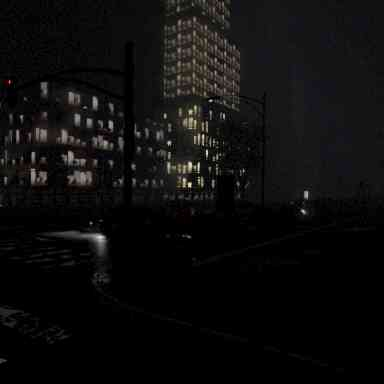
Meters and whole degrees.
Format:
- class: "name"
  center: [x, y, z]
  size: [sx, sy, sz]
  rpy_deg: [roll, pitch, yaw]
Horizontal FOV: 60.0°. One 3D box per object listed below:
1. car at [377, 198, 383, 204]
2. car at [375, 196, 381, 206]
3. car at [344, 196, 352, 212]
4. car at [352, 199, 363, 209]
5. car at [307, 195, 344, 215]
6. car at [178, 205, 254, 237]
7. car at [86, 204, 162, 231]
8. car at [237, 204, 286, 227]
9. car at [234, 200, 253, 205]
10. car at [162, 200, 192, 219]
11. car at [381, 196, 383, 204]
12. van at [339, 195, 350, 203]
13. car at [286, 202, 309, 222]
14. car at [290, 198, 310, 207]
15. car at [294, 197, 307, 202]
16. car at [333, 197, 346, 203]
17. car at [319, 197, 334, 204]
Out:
- class: "car"
  center: [44.840, 2.047, 77.999]
  size: [2.008, 1.369, 4.403]
  rpy_deg: [1, 0, 36]
- class: "car"
  center: [35.047, 1.940, 64.741]
  size: [1.752, 1.417, 4.829]
  rpy_deg: [1, 0, 36]
- class: "car"
  center: [18.498, 1.720, 42.251]
  size: [1.967, 1.590, 4.097]
  rpy_deg: [1, 0, 36]
- class: "car"
  center: [25.052, 1.773, 51.209]
  size: [1.967, 1.590, 4.097]
  rpy_deg: [1, 0, 36]
- class: "car"
  center: [15.228, 1.569, 37.765]
  size: [2.192, 1.841, 5.009]
  rpy_deg: [1, 0, 36]
- class: "car"
  center: [1.479, 1.696, 19.081]
  size: [2.008, 1.369, 4.403]
  rpy_deg: [1, 0, 36]
- class: "car"
  center: [-4.376, 1.548, 21.111]
  size: [1.837, 1.490, 4.892]
  rpy_deg: [1, 1, 36]
- class: "car"
  center: [4.737, 1.737, 23.490]
  size: [1.947, 1.339, 4.313]
  rpy_deg: [1, 0, 36]
- class: "car"
  center: [4.813, 1.594, 33.543]
  size: [1.882, 1.535, 5.008]
  rpy_deg: [1, 0, 37]
- class: "car"
  center: [-1.581, 1.481, 29.474]
  size: [1.967, 1.590, 4.097]
  rpy_deg: [1, 0, 36]
- class: "car"
  center: [41.545, 1.784, 73.533]
  size: [2.192, 1.841, 5.009]
  rpy_deg: [1, 0, 36]
- class: "van"
  center: [38.101, 1.706, 82.976]
  size: [1.690, 1.788, 3.998]
  rpy_deg: [1, 0, 36]
- class: "car"
  center: [7.992, 1.779, 27.899]
  size: [1.802, 1.307, 4.206]
  rpy_deg: [1, 0, 36]
- class: "car"
  center: [18.209, 1.727, 56.050]
  size: [1.752, 1.417, 4.829]
  rpy_deg: [1, 0, 36]
- class: "car"
  center: [16.174, 1.614, 48.759]
  size: [2.097, 1.767, 4.553]
  rpy_deg: [1, 0, 36]
- class: "car"
  center: [34.700, 1.862, 78.375]
  size: [1.752, 1.417, 4.829]
  rpy_deg: [1, 0, 36]
- class: "car"
  center: [28.205, 1.849, 69.581]
  size: [1.947, 1.339, 4.313]
  rpy_deg: [1, 0, 36]
